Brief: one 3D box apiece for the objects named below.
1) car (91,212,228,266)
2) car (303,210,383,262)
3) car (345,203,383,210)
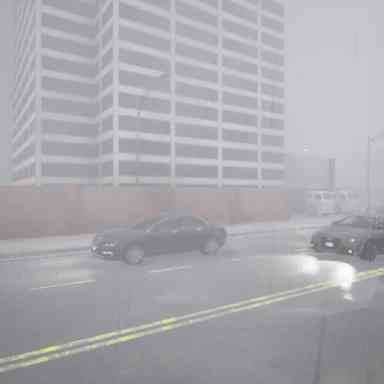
[{"bbox_3d":[-0.996,1.505,11.650,4.892,1.490,1.837,0,0,-33],"label":"car"},{"bbox_3d":[6.266,1.564,12.197,4.181,1.385,1.994,0,0,-33],"label":"car"},{"bbox_3d":[11.907,1.548,20.009,5.357,1.411,2.033,0,0,-33],"label":"car"}]
